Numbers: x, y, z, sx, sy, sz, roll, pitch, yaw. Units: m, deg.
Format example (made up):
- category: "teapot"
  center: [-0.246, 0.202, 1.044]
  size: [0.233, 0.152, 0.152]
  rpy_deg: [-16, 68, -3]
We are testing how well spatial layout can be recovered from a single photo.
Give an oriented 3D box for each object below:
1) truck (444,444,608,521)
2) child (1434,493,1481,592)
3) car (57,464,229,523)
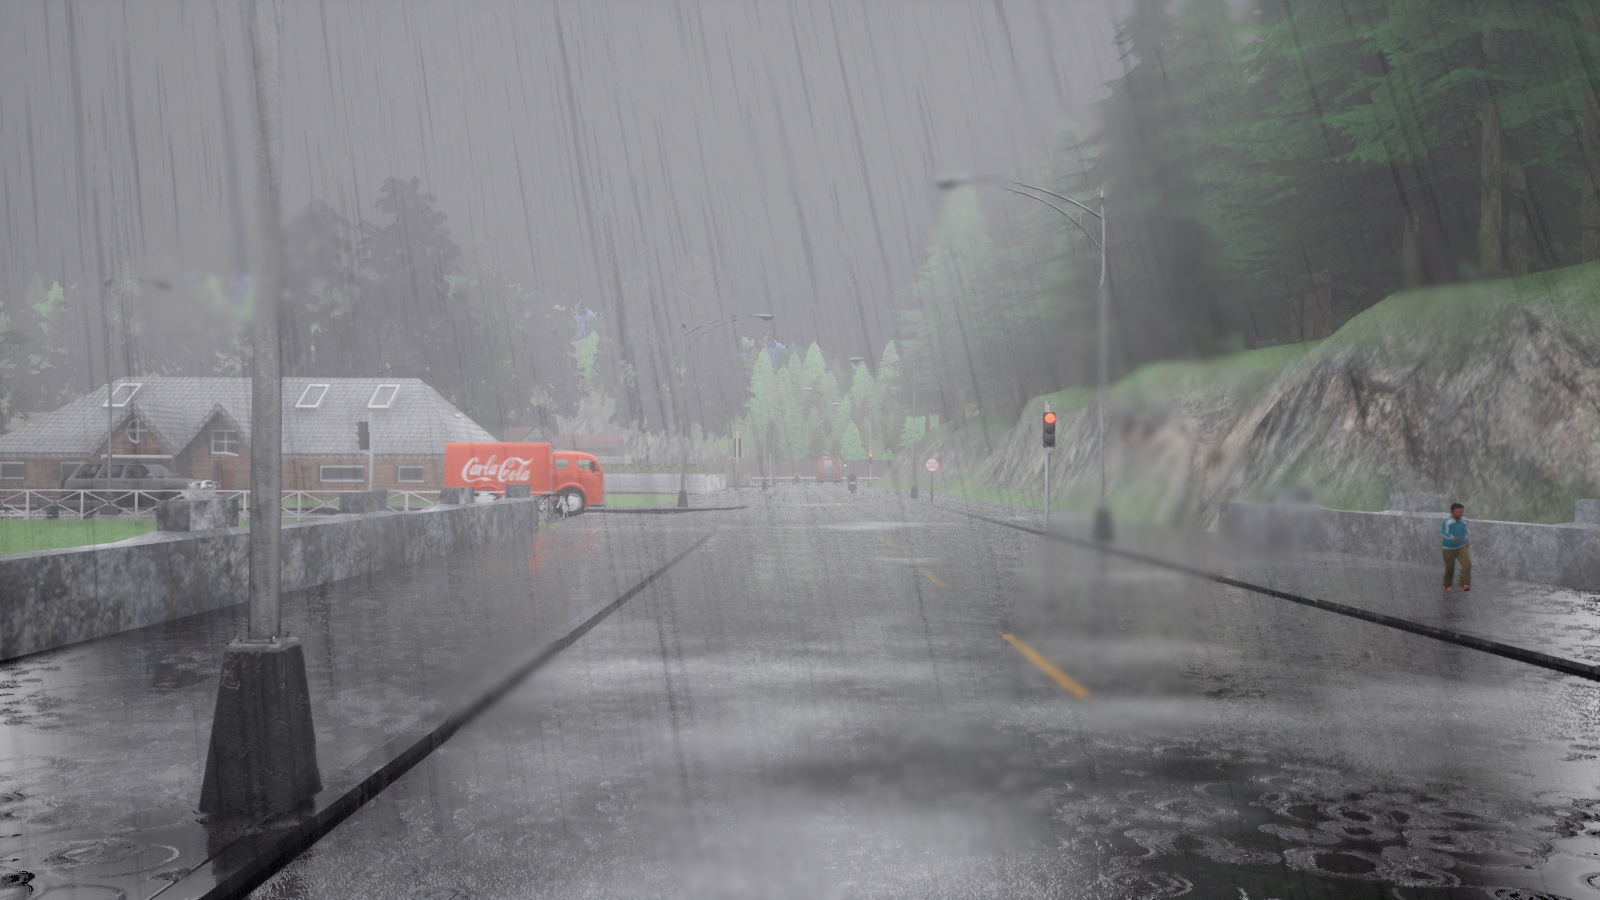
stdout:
- category: "truck"
  center: [-9.116, 1.069, 42.035]
  size: [5.204, 2.467, 2.627]
  rpy_deg: [0, -1, -12]
- category: "child"
  center: [8.106, 1.132, 15.488]
  size: [0.343, 1.192, 0.448]
  rpy_deg: [0, -1, 1]
- category: "car"
  center: [-21.466, 1.407, 41.161]
  size: [4.605, 1.855, 1.932]
  rpy_deg: [0, -1, 0]
